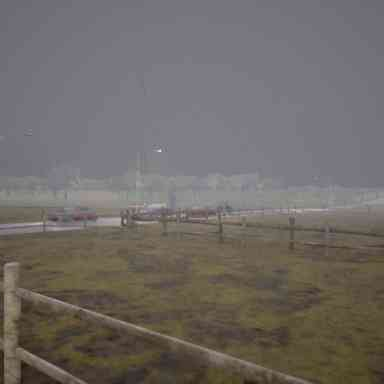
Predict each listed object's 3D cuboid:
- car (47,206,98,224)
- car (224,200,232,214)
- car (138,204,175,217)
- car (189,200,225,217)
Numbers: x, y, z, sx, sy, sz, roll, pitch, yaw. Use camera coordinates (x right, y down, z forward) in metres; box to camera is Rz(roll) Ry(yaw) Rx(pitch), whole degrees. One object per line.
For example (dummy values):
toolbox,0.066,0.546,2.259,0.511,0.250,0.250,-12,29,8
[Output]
car,-10.151,1.913,28.598,1.994,1.385,4.181,1,-1,35
car,3.778,2.154,48.293,2.150,2.045,5.566,1,-1,36
car,-3.925,2.084,37.424,2.128,1.511,4.902,1,-1,35
car,1.635,2.125,40.202,2.097,1.767,4.553,1,-1,35
